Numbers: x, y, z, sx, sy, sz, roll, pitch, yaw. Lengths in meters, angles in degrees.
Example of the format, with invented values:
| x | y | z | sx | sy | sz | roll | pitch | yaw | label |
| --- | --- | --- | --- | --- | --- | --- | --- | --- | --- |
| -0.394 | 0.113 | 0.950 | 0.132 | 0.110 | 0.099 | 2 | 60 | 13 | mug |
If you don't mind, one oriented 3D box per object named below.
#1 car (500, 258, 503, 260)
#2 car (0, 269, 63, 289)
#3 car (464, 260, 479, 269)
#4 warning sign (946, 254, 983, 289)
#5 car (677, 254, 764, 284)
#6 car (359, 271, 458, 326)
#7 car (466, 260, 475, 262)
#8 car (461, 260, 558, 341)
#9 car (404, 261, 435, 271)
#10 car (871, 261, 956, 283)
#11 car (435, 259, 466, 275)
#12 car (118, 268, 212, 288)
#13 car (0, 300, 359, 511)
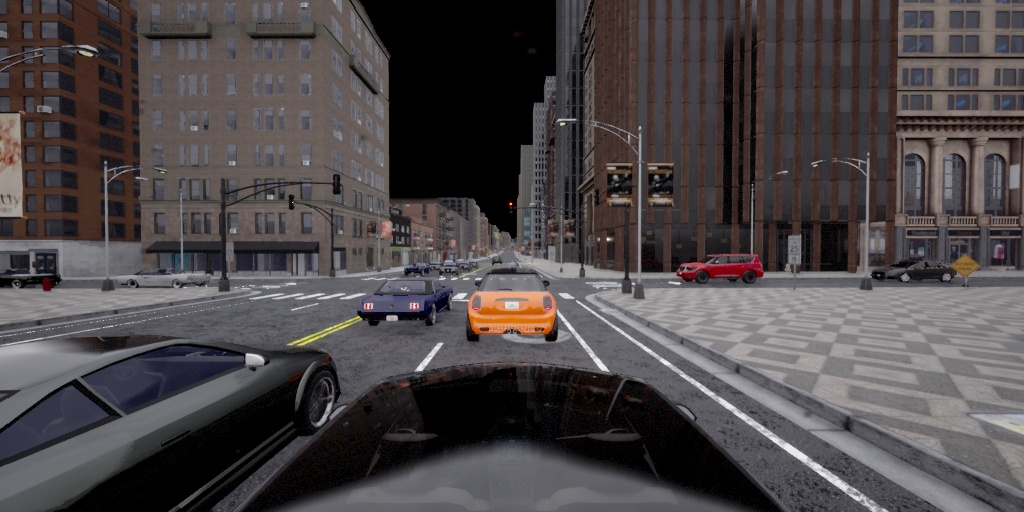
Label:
| x | y | z | sx | sy | sz | roll | pitch | yaw | label |
| --- | --- | --- | --- | --- | --- | --- | --- | --- | --- |
| -0.065 | 1.317 | 41.980 | 2.033 | 1.411 | 5.357 | 0 | 0 | 2 | car |
| -33.073 | 1.481 | 23.725 | 4.718 | 1.301 | 1.895 | 0 | 1 | 0 | car |
| -6.578 | 1.344 | 58.872 | 1.994 | 1.385 | 4.181 | 0 | 0 | 0 | car |
| 25.179 | 0.827 | 19.909 | 1.060 | 1.860 | 1.300 | 0 | 0 | 0 | warning sign |
| 14.841 | 0.876 | 25.674 | 5.566 | 2.045 | 2.150 | 0 | 1 | 0 | car |
| -3.149 | 1.351 | 11.657 | 1.895 | 1.301 | 4.718 | 0 | 0 | 0 | car |
| -6.596 | 1.339 | 48.853 | 1.994 | 1.385 | 4.181 | 0 | 0 | 0 | car |
| 0.010 | 1.101 | 10.005 | 2.097 | 1.767 | 4.553 | 0 | 0 | 0 | car |
| -9.849 | 1.367 | 37.687 | 1.895 | 1.301 | 4.718 | 0 | 0 | 0 | car |
| 28.712 | 1.101 | 25.726 | 4.892 | 1.490 | 1.837 | -1 | 1 | 0 | car |
| -6.598 | 1.331 | 38.894 | 1.994 | 1.385 | 4.181 | 0 | 0 | 0 | car |
| -22.754 | 1.446 | 23.639 | 4.718 | 1.301 | 1.895 | 0 | 1 | 1 | car |
| -3.158 | 1.314 | 2.838 | 1.994 | 1.385 | 4.181 | 0 | 0 | 1 | car |
